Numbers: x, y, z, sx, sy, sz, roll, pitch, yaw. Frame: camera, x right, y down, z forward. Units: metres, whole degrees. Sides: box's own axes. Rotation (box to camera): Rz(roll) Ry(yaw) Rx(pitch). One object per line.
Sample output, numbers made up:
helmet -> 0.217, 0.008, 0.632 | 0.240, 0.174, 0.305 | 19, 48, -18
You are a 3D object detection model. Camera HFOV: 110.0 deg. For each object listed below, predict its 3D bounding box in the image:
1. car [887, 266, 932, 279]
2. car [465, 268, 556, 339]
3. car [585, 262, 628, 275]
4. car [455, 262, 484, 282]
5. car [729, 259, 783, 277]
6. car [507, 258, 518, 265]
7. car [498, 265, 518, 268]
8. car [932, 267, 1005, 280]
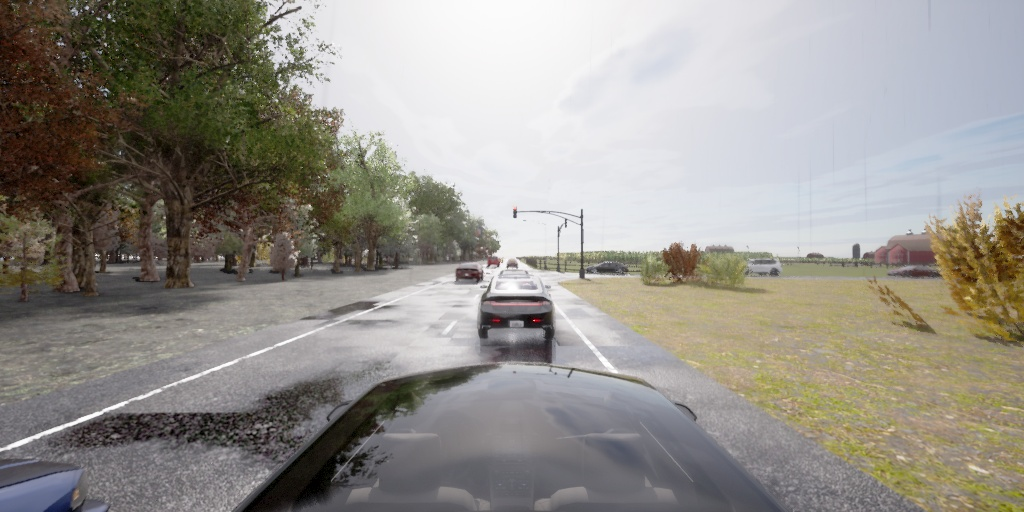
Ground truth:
car -> 46.374, 1.849, 41.485 | 4.674, 1.442, 1.812 | 1, -1, 1
car -> 0.106, 1.246, 10.102 | 2.128, 1.511, 4.902 | 0, 0, 0
car -> 11.100, 1.452, 42.146 | 4.892, 1.490, 1.837 | 1, -1, 7
car -> -3.386, 1.240, 29.234 | 1.882, 1.535, 5.008 | 0, 0, 0
car -> 28.207, 1.348, 41.618 | 5.566, 2.045, 2.150 | 1, -1, 0
car -> 0.094, 1.371, 63.167 | 1.895, 1.301, 4.718 | 0, 0, 0
car -> 0.111, 1.360, 19.224 | 1.895, 1.301, 4.718 | 0, 0, 0
car -> 48.608, 1.835, 37.899 | 5.357, 1.411, 2.033 | 1, -1, 1
